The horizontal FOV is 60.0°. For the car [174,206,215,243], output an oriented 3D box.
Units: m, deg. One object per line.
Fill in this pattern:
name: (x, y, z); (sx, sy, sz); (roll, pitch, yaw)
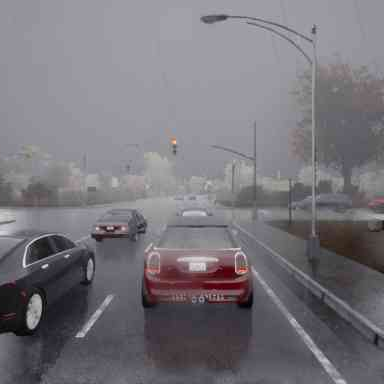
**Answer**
car: (0.116, 1.526, 17.111); (1.812, 1.442, 4.674); (0, 0, 0)

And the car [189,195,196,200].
car: (0.137, 1.524, 95.344); (1.812, 1.442, 4.674); (0, 0, 1)

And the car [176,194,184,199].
car: (-3.364, 1.402, 95.340); (1.994, 1.385, 4.181); (0, 0, 1)

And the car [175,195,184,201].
car: (-3.413, 1.545, 85.313); (1.994, 1.385, 4.181); (0, 0, 0)

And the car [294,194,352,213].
car: (14.501, 1.221, 36.398); (5.566, 2.045, 2.150); (0, 0, 3)

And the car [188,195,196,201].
car: (0.085, 1.500, 84.990); (1.837, 1.490, 4.892); (0, 0, 0)

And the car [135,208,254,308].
car: (0.107, 1.352, 8.072); (2.097, 1.767, 4.553); (0, 0, 0)

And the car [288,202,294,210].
car: (14.025, 1.504, 39.933); (4.892, 1.490, 1.837); (0, 0, 3)

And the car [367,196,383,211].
car: (23.859, 1.211, 39.391); (5.566, 2.045, 2.150); (0, 0, 3)

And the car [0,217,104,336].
car: (-3.392, 1.505, 6.659); (1.837, 1.490, 4.892); (0, 0, 0)

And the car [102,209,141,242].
car: (-3.386, 1.547, 16.317); (2.033, 1.411, 5.357); (0, 0, 0)
